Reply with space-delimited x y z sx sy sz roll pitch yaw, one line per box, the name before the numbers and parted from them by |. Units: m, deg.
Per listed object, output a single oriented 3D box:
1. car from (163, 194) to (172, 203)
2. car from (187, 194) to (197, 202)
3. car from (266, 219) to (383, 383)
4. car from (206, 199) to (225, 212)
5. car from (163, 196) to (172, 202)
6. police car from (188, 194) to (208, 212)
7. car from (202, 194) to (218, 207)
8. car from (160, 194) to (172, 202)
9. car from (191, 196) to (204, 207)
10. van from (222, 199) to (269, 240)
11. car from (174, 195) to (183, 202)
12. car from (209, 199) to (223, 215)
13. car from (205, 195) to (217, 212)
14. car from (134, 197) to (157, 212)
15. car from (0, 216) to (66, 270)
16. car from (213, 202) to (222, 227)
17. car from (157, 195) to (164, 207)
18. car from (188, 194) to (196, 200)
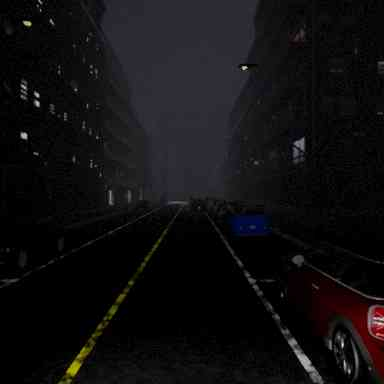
car | -5.689 1.407 67.375 1.967 1.590 4.097 0 0 0
car | -0.001 1.327 74.066 2.128 1.511 4.902 0 0 0
car | 2.692 1.438 5.370 1.967 1.590 4.097 0 0 0
car | 2.692 1.537 39.188 2.008 1.369 4.403 0 0 0
car | -5.690 1.541 78.648 1.802 1.307 4.206 0 0 0
police car | 0.759 1.416 37.798 1.930 1.638 5.238 0 0 0
car | 2.693 1.294 50.461 2.192 1.841 5.009 0 0 0
car | -5.688 1.278 73.011 2.192 1.841 5.009 0 0 0
car | 0.775 1.492 53.657 1.837 1.490 4.892 -1 0 -2
van | 2.692 1.336 16.643 1.690 1.788 3.998 0 0 0
car | -3.001 1.445 75.959 2.128 1.511 4.902 0 0 0
car | 2.692 1.536 27.916 1.887 1.381 4.507 0 0 0
car | 2.692 1.429 33.553 1.967 1.590 4.097 0 0 0
car | -5.689 1.552 39.191 1.947 1.339 4.313 0 0 0
car | -5.689 1.541 11.010 1.887 1.381 4.507 0 0 0
car | 2.691 1.559 22.280 1.947 1.339 4.313 0 0 0
car | -5.689 1.505 50.295 1.752 1.417 4.829 0 0 0
car | 0.000 1.329 89.065 2.033 1.411 5.357 0 0 0
